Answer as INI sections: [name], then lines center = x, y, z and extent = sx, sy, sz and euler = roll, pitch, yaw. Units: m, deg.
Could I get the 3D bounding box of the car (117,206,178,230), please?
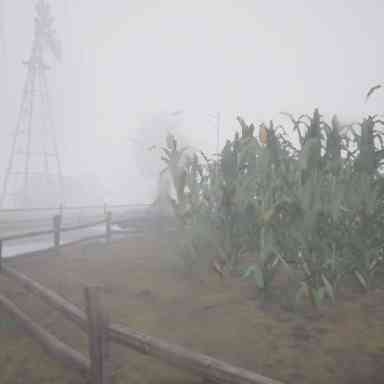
[car]
center = -2.727, 1.603, 21.179
extent = 1.994, 1.385, 4.181
euler = 1, 0, 35
